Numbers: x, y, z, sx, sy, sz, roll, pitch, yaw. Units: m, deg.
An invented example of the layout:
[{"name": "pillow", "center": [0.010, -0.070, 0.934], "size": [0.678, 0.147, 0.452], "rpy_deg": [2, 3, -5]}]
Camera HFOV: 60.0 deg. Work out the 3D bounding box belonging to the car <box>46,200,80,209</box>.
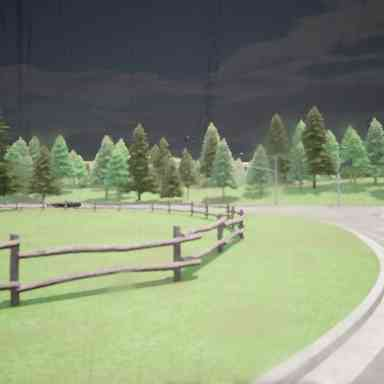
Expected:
[{"name": "car", "center": [-19.019, 1.834, 48.895], "size": [4.718, 1.301, 1.895], "rpy_deg": [0, 0, 17]}]
